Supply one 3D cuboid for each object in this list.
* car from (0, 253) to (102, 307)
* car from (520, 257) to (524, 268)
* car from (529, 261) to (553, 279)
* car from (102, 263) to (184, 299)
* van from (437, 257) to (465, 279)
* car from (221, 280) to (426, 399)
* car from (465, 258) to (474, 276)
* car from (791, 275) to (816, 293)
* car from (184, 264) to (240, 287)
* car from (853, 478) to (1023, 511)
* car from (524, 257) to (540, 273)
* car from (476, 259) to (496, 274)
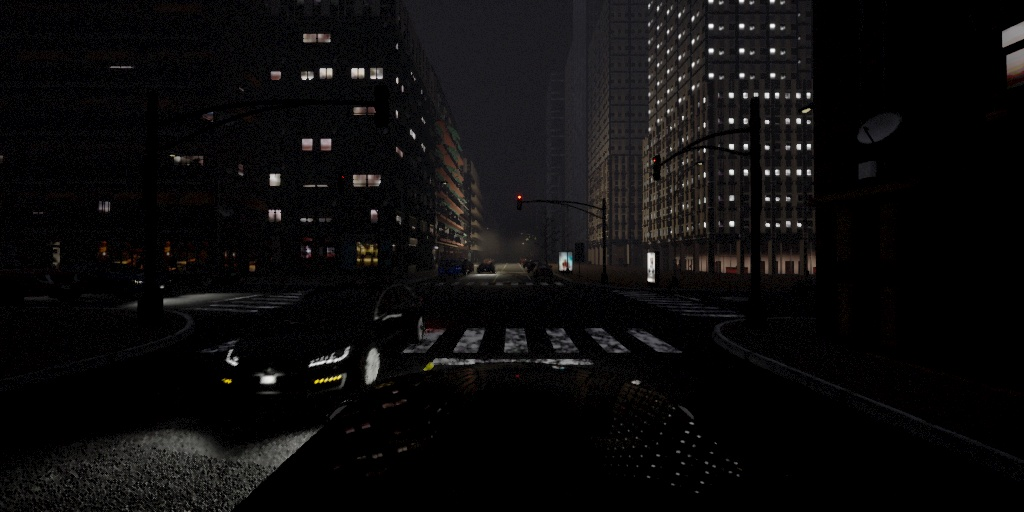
[{"bbox_3d":[-18.745,0.784,13.005,5.009,1.841,2.192,0,0,0],"label":"car"},{"bbox_3d":[2.831,1.222,60.145,1.967,1.591,4.097,0,0,0],"label":"car"},{"bbox_3d":[2.766,1.344,32.507,1.802,1.307,4.207,0,0,0],"label":"car"},{"bbox_3d":[-17.583,1.033,15.626,4.674,1.442,1.812,1,0,0],"label":"car"},{"bbox_3d":[-5.616,1.103,32.528,1.690,1.789,3.998,0,0,0],"label":"van"},{"bbox_3d":[-2.988,1.267,6.831,1.837,1.490,4.892,0,0,0],"label":"car"},{"bbox_3d":[-5.602,1.080,38.056,2.192,1.841,5.009,0,0,0],"label":"car"},{"bbox_3d":[19.441,1.644,21.698,4.403,1.370,2.007,0,0,0],"label":"car"},{"bbox_3d":[-18.747,1.104,21.386,4.313,1.339,1.948,0,0,0],"label":"car"},{"bbox_3d":[2.688,1.315,0.102,1.948,1.339,4.313,0,0,0],"label":"car"},{"bbox_3d":[2.792,1.208,43.563,1.967,1.591,4.097,0,0,0],"label":"car"},{"bbox_3d":[-2.906,1.333,40.878,1.994,1.385,4.181,0,0,0],"label":"car"}]
